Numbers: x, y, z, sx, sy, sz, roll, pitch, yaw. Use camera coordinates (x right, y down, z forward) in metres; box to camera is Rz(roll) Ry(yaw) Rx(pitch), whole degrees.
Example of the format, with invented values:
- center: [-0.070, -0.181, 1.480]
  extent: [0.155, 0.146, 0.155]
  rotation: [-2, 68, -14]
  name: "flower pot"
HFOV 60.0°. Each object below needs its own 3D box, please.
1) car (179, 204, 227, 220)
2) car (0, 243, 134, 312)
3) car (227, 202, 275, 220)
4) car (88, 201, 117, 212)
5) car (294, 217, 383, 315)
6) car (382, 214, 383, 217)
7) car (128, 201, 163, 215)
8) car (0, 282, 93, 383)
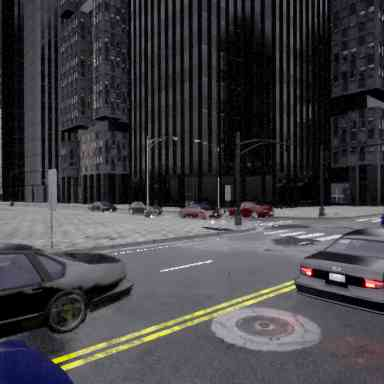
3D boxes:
- center: [0.697, 1.750, 29.944]
  extent: [1.994, 1.385, 4.181]
  rotation: [0, 0, -43]
  name: "car"
- center: [-3.538, 1.547, 5.020]
  extent: [5.357, 1.411, 2.033]
  rotation: [0, 0, -42]
  name: "car"
- center: [4.977, 1.618, 29.749]
  extent: [1.882, 1.535, 5.008]
  rotation: [-1, 0, -44]
  name: "car"
- center: [-11.945, 1.929, 44.087]
  extent: [2.033, 1.411, 5.357]
  rotation: [0, 0, -42]
  name: "car"
- center: [4.412, 1.547, 7.508]
  extent: [5.357, 1.411, 2.033]
  rotation: [0, 0, -42]
  name: "car"
- center: [12.963, 1.481, 19.804]
  extent: [5.008, 1.535, 1.882]
  rotation: [0, 0, -42]
  name: "car"
- center: [-5.151, 1.781, 36.486]
  extent: [1.837, 1.490, 4.892]
  rotation: [0, 0, -42]
  name: "car"
- center: [-2.676, 1.601, 1.154]
  extent: [4.718, 1.301, 1.895]
  rotation: [0, 0, -42]
  name: "car"
